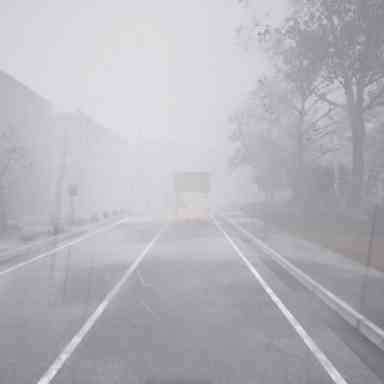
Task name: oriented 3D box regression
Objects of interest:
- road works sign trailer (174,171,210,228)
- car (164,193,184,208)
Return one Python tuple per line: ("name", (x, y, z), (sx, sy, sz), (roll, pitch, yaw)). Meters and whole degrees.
("road works sign trailer", (-0.005, 0.437, 21.868), (2.380, 3.560, 2.880), (0, 0, 0))
("car", (-2.361, 1.168, 46.115), (2.150, 2.045, 5.566), (0, 0, 6))
